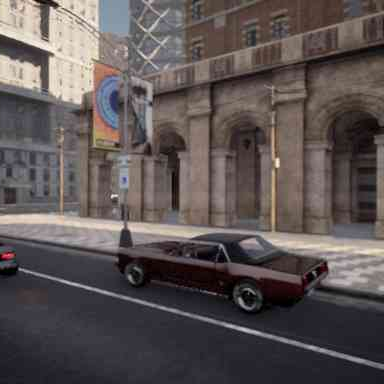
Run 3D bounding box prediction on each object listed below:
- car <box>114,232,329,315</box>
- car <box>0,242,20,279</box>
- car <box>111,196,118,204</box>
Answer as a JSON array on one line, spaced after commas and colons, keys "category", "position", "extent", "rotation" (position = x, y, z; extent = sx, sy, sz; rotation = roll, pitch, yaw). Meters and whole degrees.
[{"category": "car", "position": [0.417, 1.585, 7.563], "extent": [4.718, 1.301, 1.895], "rotation": [0, 0, 35]}, {"category": "car", "position": [-6.572, 1.524, 8.607], "extent": [5.357, 1.411, 2.033], "rotation": [0, 0, 36]}, {"category": "car", "position": [-13.707, 1.398, 57.703], "extent": [1.837, 1.490, 4.892], "rotation": [0, 0, 36]}]
